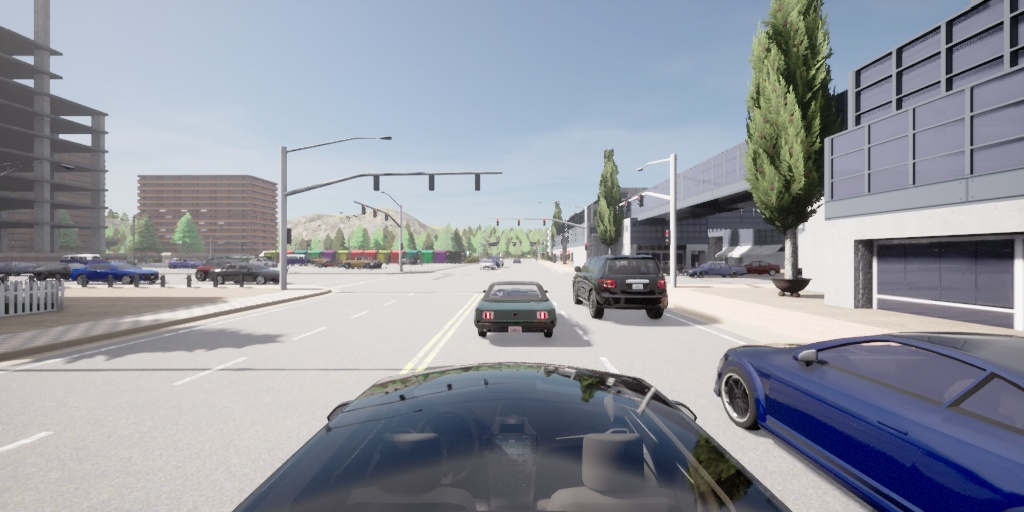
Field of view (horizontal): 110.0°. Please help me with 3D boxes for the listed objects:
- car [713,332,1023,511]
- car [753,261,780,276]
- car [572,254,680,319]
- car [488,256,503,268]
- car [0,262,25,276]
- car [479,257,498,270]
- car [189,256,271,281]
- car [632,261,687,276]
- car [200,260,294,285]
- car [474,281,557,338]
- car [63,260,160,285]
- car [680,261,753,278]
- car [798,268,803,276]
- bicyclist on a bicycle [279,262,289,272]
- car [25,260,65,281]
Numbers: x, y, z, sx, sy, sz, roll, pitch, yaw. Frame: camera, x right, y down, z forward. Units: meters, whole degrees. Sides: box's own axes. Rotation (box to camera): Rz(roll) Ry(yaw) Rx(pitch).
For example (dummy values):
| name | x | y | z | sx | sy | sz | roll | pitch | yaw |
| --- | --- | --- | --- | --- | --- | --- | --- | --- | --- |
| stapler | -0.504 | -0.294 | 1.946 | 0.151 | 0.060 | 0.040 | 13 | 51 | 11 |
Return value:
| name | x | y | z | sx | sy | sz | roll | pitch | yaw |
| --- | --- | --- | --- | --- | --- | --- | --- | --- | --- |
| car | 3.605 | 1.314 | 2.959 | 1.994 | 1.385 | 4.181 | 0 | 0 | 0 |
| car | 24.468 | 1.226 | 36.556 | 5.008 | 1.535 | 1.882 | 0 | 0 | 0 |
| car | 3.615 | 0.971 | 12.923 | 2.150 | 2.045 | 5.566 | 0 | 0 | 0 |
| car | -3.206 | 0.968 | 61.304 | 2.150 | 2.045 | 5.566 | 0 | 0 | 2 |
| car | -50.024 | 1.295 | 36.018 | 5.357 | 1.411 | 2.033 | 0 | 0 | 1 |
| car | -3.472 | 1.273 | 51.460 | 1.812 | 1.442 | 4.674 | 0 | 0 | 3 |
| car | -22.551 | 1.100 | 28.827 | 4.553 | 1.767 | 2.097 | 0 | 0 | 0 |
| car | 14.980 | 1.253 | 36.635 | 4.892 | 1.490 | 1.837 | 0 | 0 | 1 |
| car | -18.607 | 1.253 | 25.319 | 4.892 | 1.490 | 1.837 | 0 | 0 | 0 |
| car | 0.097 | 1.350 | 10.195 | 1.895 | 1.301 | 4.718 | 0 | 0 | 1 |
| car | -27.889 | 1.226 | 25.334 | 5.008 | 1.535 | 1.882 | 0 | 0 | 0 |
| car | 18.672 | 1.296 | 33.105 | 5.357 | 1.411 | 2.033 | 0 | 0 | 1 |
| car | 28.255 | 1.349 | 33.025 | 4.718 | 1.301 | 1.895 | 0 | 0 | 0 |
| bicyclist on a bicycle | -25.291 | 1.050 | 39.813 | 0.582 | 1.620 | 1.656 | 0 | 0 | 0 |
| car | -35.456 | 1.274 | 28.859 | 4.674 | 1.442 | 1.812 | 0 | 0 | 0 |
